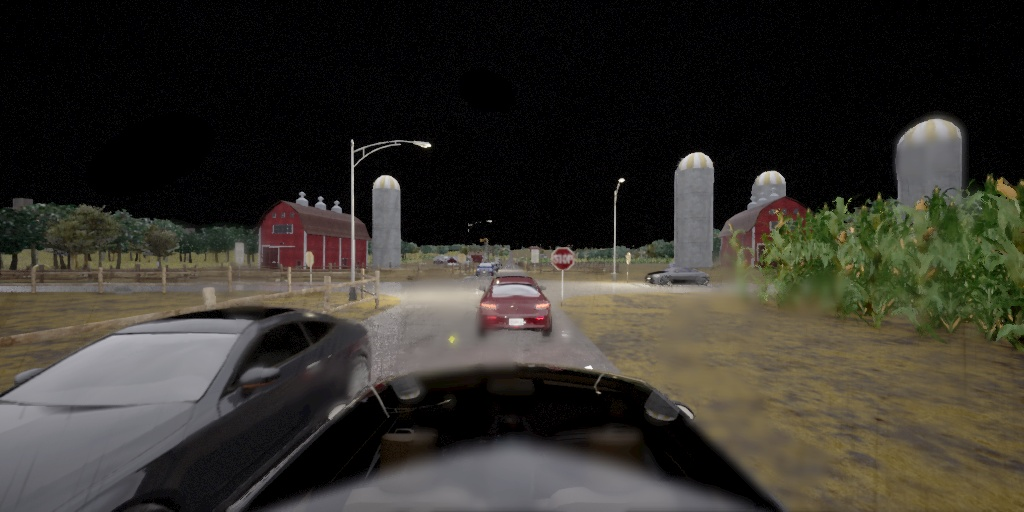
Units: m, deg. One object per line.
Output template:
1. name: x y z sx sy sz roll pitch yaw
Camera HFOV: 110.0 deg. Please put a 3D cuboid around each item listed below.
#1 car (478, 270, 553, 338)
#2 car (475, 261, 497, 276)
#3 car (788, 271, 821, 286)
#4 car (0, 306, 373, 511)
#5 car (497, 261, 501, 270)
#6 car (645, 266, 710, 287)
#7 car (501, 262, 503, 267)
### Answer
1. car: 0.037 1.283 10.146 1.812 1.442 4.674 0 0 -2
2. car: -2.913 1.434 39.925 1.812 1.442 4.674 0 0 0
3. car: 22.893 1.517 25.663 5.357 1.411 2.033 1 1 0
4. car: -2.853 1.275 3.338 1.812 1.442 4.674 0 0 0
5. car: -2.921 1.537 49.780 1.994 1.385 4.181 0 0 0
6. car: 11.738 1.431 25.578 4.181 1.385 1.994 0 1 -2
7. car: -2.931 1.553 58.671 1.837 1.490 4.892 0 1 0
